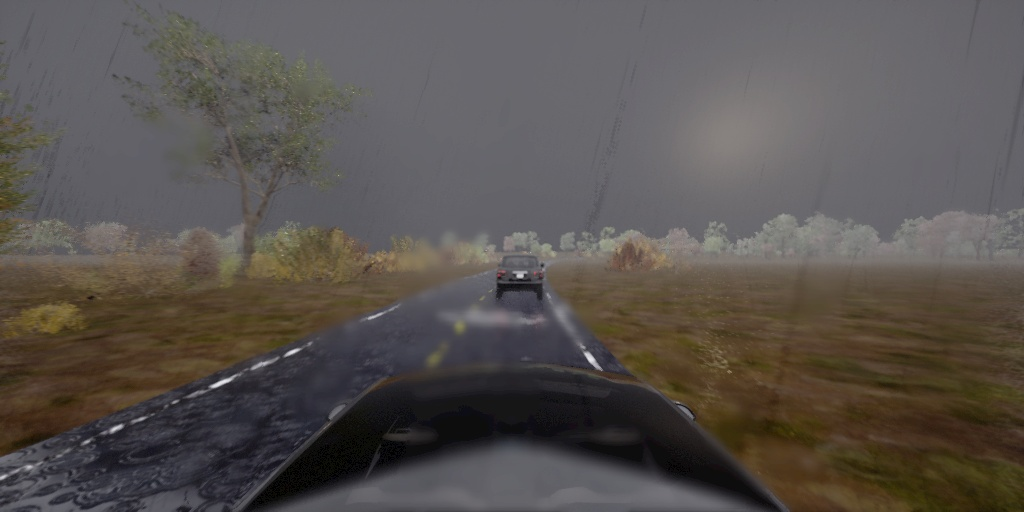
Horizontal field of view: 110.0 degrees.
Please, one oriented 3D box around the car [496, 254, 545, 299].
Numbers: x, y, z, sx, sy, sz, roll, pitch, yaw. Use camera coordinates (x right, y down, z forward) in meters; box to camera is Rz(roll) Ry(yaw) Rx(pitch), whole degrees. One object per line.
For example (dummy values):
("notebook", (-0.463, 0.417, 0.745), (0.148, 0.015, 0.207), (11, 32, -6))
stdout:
("car", (0.432, 0.904, 17.755), (2.150, 2.045, 5.566), (0, 1, 2))
